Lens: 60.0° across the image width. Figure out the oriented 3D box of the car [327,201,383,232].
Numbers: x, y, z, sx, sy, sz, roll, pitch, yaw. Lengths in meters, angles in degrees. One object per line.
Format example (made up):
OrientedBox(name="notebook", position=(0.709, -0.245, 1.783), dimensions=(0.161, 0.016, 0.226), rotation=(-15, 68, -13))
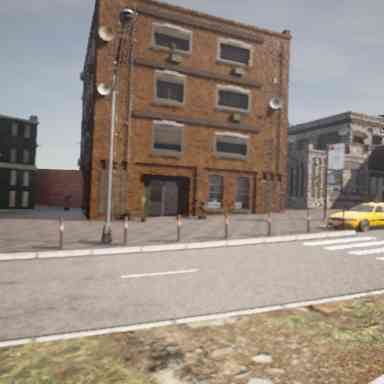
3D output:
OrientedBox(name="car", position=(10.001, 1.285, 18.656), dimensions=(5.366, 1.575, 1.946), rotation=(-1, 0, -25))
